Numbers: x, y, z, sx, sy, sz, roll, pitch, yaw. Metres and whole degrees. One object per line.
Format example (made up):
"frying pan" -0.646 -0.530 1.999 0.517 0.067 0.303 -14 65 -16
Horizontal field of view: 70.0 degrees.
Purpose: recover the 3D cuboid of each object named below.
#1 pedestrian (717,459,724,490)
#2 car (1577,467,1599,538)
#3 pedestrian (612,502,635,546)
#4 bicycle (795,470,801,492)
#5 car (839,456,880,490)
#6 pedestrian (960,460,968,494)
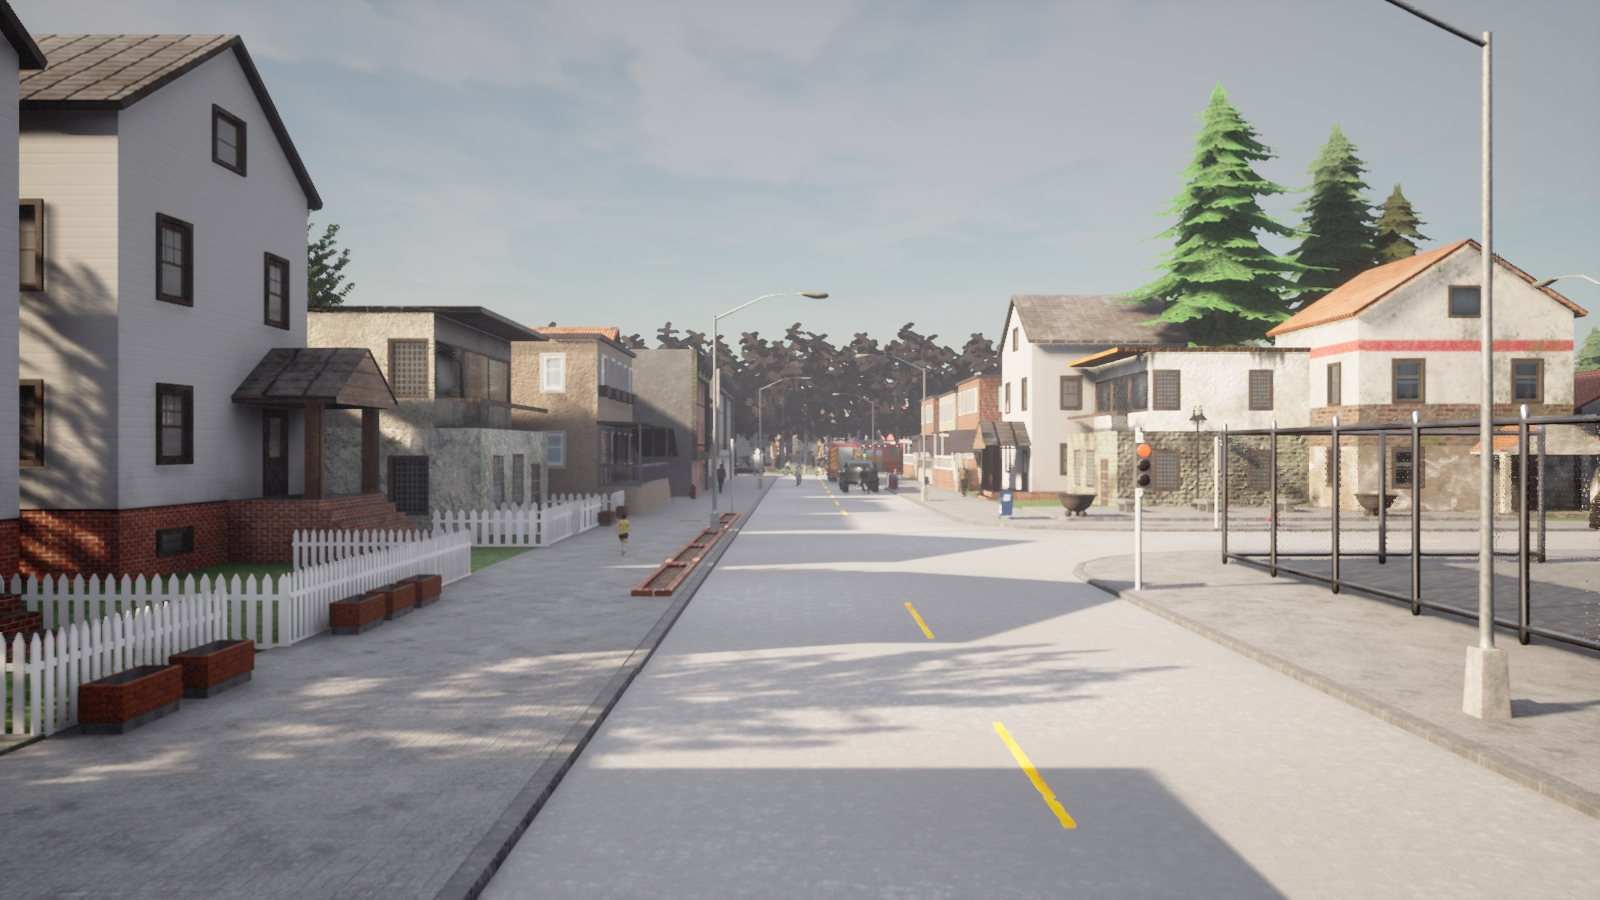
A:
"pedestrian" -4.808 1.477 69.129 0.375 1.860 0.375 0 0 -3
"car" 25.918 1.537 32.925 5.566 2.045 2.150 0 0 1
"pedestrian" -4.504 1.884 29.151 0.500 1.100 0.500 0 0 4
"bicycle" -0.119 1.893 70.206 0.329 1.271 1.835 0 0 0
"car" 3.922 1.482 76.256 2.390 2.098 6.274 0 0 0
"pedestrian" 9.076 1.482 63.358 0.375 1.860 0.375 0 0 0
